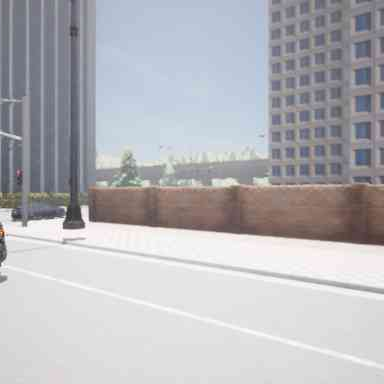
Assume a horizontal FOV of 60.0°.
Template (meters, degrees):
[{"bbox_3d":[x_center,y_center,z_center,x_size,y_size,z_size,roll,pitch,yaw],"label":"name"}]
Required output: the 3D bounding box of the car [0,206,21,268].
[{"bbox_3d":[-7.278,1.211,9.147,5.566,2.045,2.150,0,0,35],"label":"car"}]

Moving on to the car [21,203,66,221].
[{"bbox_3d":[-12.343,1.546,27.127,1.994,1.385,4.181,0,0,34],"label":"car"}]
